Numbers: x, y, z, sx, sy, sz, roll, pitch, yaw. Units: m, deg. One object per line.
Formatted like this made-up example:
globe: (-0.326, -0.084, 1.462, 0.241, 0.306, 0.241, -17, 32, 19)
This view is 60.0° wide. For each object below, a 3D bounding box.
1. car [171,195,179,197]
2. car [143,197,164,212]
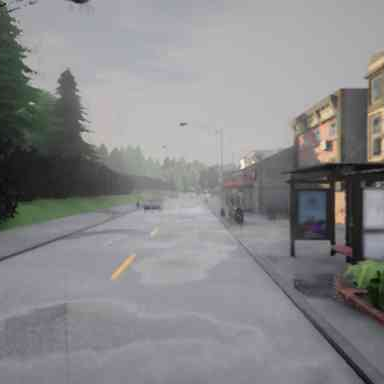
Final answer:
car: (-3.991, 0.896, 77.903, 2.033, 1.411, 5.357, 0, 0, 0)
car: (-4.076, 1.329, 35.493, 1.837, 1.490, 4.892, 0, 0, 0)
